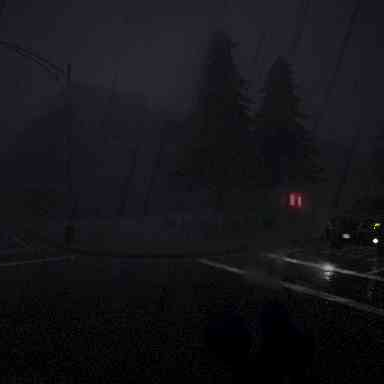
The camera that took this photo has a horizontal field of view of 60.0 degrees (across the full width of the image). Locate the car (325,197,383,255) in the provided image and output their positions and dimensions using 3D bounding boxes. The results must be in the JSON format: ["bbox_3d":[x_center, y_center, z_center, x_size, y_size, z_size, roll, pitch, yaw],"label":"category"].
[{"bbox_3d":[7.811,1.248,13.684,5.566,2.045,2.150,0,0,-36],"label":"car"}]
